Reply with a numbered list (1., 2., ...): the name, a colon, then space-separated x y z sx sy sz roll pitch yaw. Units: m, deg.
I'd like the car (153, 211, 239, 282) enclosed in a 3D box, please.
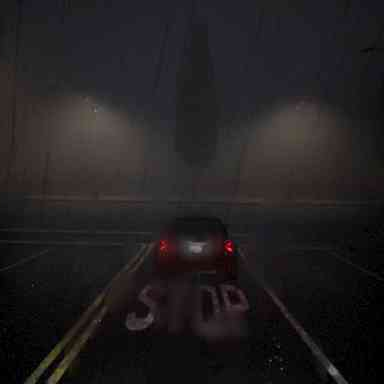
1. car: 0.110 1.354 10.009 2.097 1.767 4.553 1 1 0
